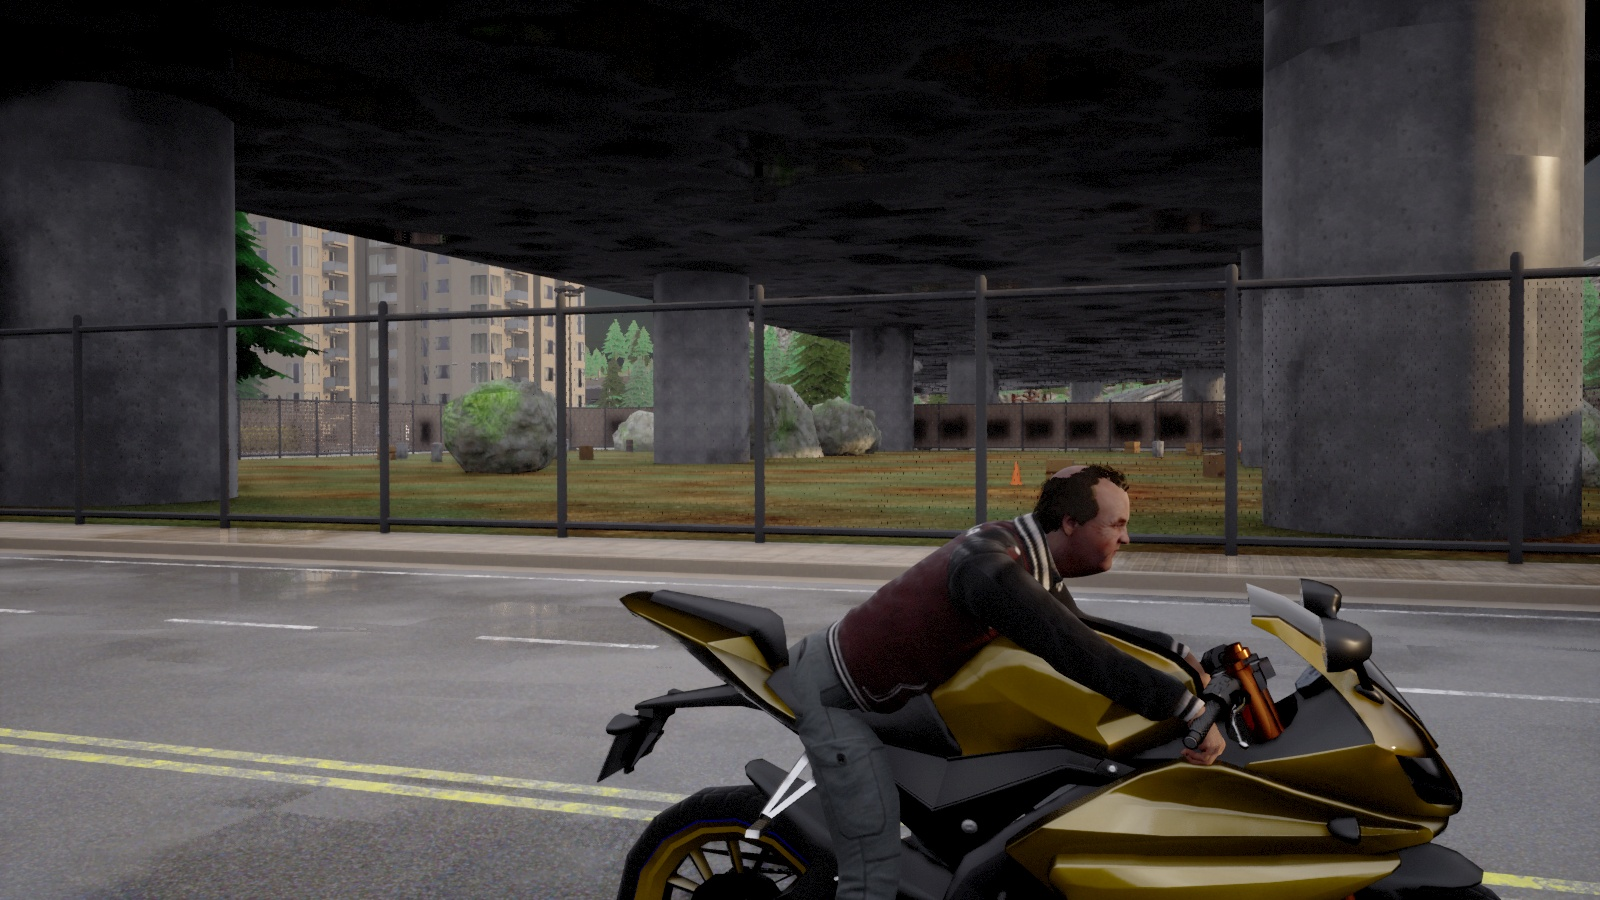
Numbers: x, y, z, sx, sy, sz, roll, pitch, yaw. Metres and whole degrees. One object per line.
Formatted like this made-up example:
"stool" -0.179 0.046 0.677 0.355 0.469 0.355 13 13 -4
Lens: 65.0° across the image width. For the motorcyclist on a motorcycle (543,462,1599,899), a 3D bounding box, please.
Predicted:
"motorcyclist on a motorcycle" 0.575 0.816 3.000 2.191 1.530 0.866 1 1 19
